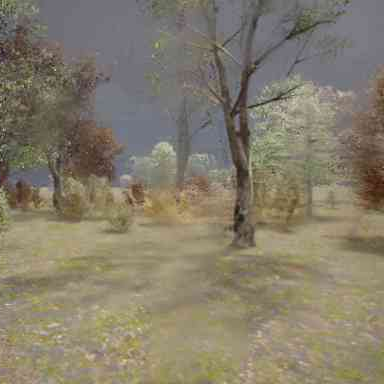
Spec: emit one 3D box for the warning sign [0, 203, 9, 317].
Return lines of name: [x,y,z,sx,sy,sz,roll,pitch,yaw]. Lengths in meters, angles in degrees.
warning sign: [-3.894,1.124,5.363,1.060,1.860,1.300,0,0,36]
